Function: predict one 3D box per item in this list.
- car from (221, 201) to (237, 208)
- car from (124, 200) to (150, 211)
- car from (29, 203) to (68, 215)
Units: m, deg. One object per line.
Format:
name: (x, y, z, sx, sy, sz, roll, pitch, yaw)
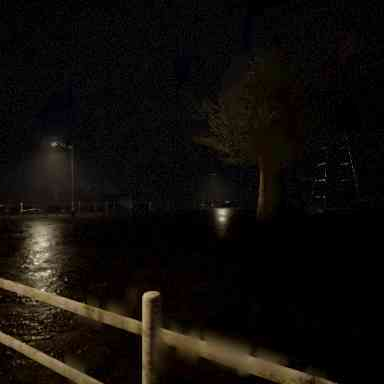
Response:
car: (7.709, 2.628, 69.464, 1.994, 1.385, 4.181, -2, -2, 36)
car: (-8.706, 2.100, 52.923, 2.097, 1.767, 4.553, -2, -2, 36)
car: (-17.508, 2.017, 40.673, 1.812, 1.442, 4.674, -2, -2, 36)
